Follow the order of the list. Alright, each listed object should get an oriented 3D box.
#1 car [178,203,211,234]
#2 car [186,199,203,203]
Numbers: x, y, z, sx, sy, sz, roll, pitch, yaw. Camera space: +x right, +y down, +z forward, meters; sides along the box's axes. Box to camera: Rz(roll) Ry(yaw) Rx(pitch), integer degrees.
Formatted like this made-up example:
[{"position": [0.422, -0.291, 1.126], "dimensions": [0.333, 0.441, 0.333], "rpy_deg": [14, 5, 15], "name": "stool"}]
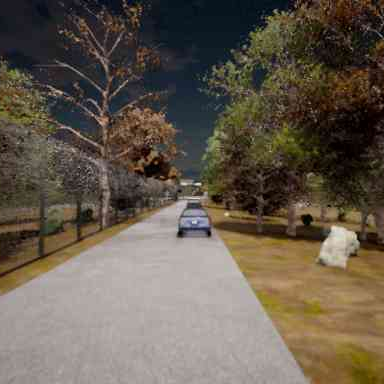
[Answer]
[{"position": [0.152, 1.603, 19.470], "dimensions": [2.033, 1.411, 5.357], "rpy_deg": [0, 0, 0], "name": "car"}, {"position": [0.263, 1.640, 40.827], "dimensions": [1.837, 1.490, 4.892], "rpy_deg": [0, 0, 0], "name": "car"}]
